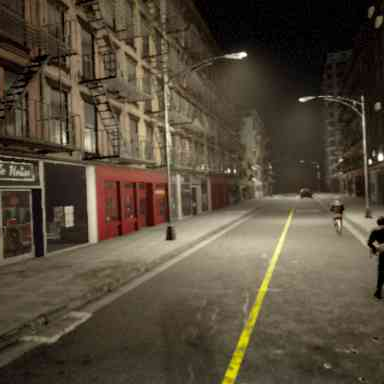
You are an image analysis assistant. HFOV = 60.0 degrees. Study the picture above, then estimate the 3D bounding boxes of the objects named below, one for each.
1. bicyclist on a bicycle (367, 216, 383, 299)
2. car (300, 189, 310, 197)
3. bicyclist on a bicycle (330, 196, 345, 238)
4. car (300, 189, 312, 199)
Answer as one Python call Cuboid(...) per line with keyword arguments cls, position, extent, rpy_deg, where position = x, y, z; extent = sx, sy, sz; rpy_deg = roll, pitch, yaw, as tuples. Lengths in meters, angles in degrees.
Cuboid(cls="bicyclist on a bicycle", position=(3.574, 1.284, 6.141), extent=(0.582, 1.620, 1.656), rpy_deg=(-3, 0, 18))
Cuboid(cls="car", position=(24.515, 0.099, 72.339), extent=(1.882, 1.535, 5.008), rpy_deg=(-3, 0, 18))
Cuboid(cls="bicyclist on a bicycle", position=(6.284, 1.062, 14.374), extent=(0.659, 1.776, 1.843), rpy_deg=(-3, 0, 18))
Cuboid(cls="car", position=(19.601, 0.444, 57.096), extent=(1.812, 1.442, 4.674), rpy_deg=(-3, 0, 18))
